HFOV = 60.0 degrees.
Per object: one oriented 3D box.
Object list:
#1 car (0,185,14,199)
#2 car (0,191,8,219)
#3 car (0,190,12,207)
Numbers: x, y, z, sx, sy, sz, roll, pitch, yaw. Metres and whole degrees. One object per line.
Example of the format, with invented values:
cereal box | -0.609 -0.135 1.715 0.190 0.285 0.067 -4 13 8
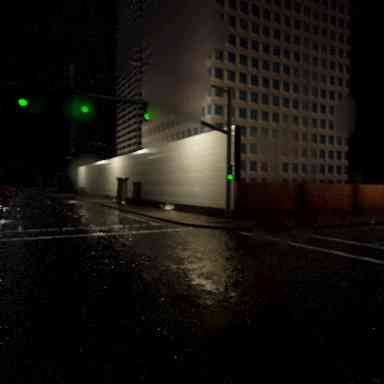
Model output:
car | -28.125 0.043 49.871 2.150 2.045 5.566 0 1 -28
car | -13.747 0.945 22.453 1.837 1.490 4.892 0 1 -28
car | -19.096 0.774 32.594 1.994 1.385 4.181 0 1 -28
